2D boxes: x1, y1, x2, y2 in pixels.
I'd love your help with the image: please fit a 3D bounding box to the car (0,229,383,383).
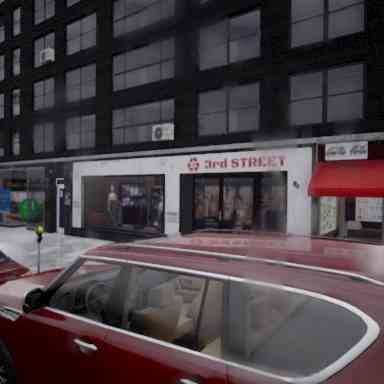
[{"bbox_3d":[-0.153,1.314,3.184,5.009,1.841,2.192,0,1,36],"label":"car"}]
